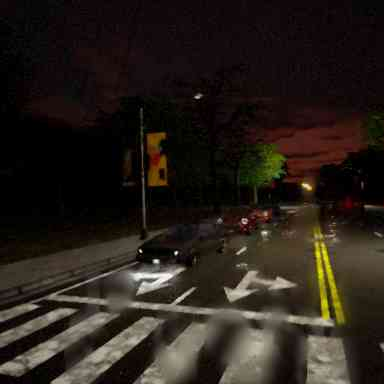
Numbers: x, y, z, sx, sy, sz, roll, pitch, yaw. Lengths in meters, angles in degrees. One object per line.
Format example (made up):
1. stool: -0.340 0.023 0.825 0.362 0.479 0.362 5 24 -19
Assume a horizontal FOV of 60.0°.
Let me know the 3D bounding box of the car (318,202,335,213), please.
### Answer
1. car: 19.687 2.184 48.875 2.033 1.411 5.357 -2 -1 20

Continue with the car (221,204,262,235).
1. car: 3.114 1.827 22.269 2.097 1.767 4.553 -2 -1 20

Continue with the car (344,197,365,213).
1. car: 21.721 1.706 44.662 2.150 2.045 5.566 -2 -1 20

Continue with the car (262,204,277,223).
1. car: 6.428 1.948 31.477 2.097 1.767 4.553 -2 -1 20

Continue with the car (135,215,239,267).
1. car: -0.045 1.904 13.305 2.033 1.411 5.357 -2 -1 25

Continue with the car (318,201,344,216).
1. car: 16.278 1.860 39.294 2.097 1.767 4.553 -2 -1 20

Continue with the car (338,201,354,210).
1. car: 25.339 2.182 54.701 1.994 1.385 4.181 -2 -1 20

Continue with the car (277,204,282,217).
1. car: 9.892 2.197 40.969 1.882 1.535 5.008 -2 -1 20
